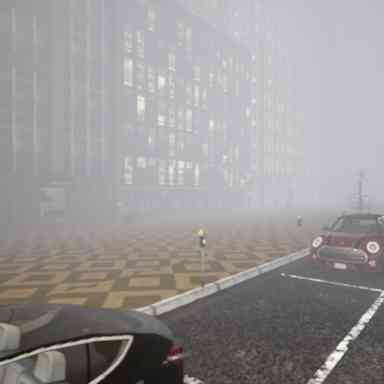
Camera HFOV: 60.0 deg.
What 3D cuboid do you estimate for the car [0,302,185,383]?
[{"bbox_3d":[-1.828,1.567,1.812,1.947,1.339,4.313,0,0,39],"label":"car"}]

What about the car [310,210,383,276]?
[{"bbox_3d":[5.192,1.432,10.342,1.967,1.590,4.097,0,0,39],"label":"car"}]
